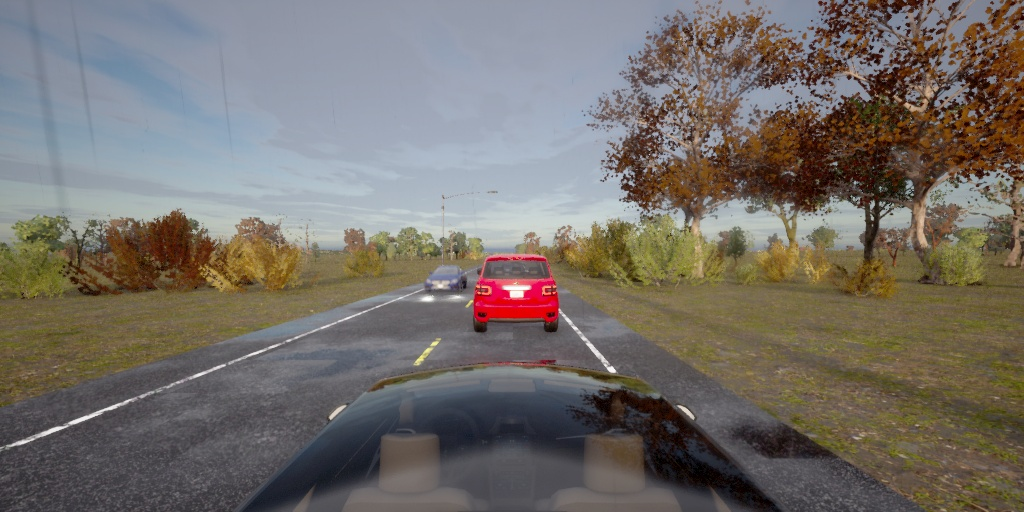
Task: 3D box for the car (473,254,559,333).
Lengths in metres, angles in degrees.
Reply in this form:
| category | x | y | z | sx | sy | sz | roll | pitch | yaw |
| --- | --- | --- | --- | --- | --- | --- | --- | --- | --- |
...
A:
| category | x | y | z | sx | sy | sz | roll | pitch | yaw |
| --- | --- | --- | --- | --- | --- | --- | --- | --- | --- |
| car | 0.083 | 0.968 | 10.925 | 2.150 | 2.045 | 5.566 | 0 | 0 | -1 |

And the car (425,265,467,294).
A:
| category | x | y | z | sx | sy | sz | roll | pitch | yaw |
| --- | --- | --- | --- | --- | --- | --- | --- | --- | --- |
| car | -3.645 | 1.269 | 20.533 | 1.812 | 1.442 | 4.674 | 0 | 0 | 0 |

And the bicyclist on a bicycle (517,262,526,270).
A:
| category | x | y | z | sx | sy | sz | roll | pitch | yaw |
| --- | --- | --- | --- | --- | --- | --- | --- | --- | --- |
| bicyclist on a bicycle | 0.874 | 1.110 | 30.104 | 0.659 | 1.776 | 1.843 | 0 | 0 | 0 |
